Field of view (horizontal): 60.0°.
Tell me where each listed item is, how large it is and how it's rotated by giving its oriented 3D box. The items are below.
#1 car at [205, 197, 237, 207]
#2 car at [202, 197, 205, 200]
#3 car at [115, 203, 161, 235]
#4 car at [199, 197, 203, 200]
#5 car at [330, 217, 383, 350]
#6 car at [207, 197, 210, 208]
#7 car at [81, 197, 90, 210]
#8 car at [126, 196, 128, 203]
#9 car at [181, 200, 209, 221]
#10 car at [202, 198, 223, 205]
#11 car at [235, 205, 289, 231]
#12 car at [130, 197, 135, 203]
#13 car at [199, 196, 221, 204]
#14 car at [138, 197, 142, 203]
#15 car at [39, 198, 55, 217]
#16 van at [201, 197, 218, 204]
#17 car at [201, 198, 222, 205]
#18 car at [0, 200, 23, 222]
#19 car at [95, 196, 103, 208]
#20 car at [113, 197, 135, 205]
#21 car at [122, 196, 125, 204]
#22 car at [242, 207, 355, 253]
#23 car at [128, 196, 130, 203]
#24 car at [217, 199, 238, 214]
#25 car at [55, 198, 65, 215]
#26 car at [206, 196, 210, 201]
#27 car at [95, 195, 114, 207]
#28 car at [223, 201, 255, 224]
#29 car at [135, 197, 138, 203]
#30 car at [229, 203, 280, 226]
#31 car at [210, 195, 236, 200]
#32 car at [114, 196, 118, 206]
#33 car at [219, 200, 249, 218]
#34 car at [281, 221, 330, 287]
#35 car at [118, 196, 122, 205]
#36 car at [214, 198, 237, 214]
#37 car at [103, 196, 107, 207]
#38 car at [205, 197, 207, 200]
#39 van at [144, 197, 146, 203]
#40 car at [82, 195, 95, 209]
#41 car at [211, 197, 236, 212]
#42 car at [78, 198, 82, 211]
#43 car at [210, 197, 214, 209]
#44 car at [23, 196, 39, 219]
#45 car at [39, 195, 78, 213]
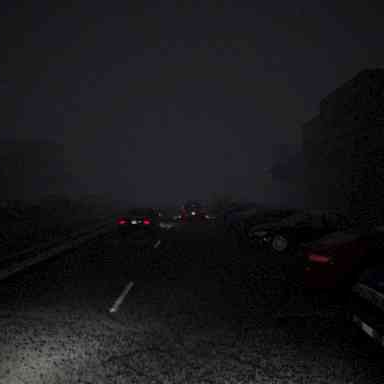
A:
[{"bbox_3d":[4.901,1.738,57.629,5.366,1.575,1.946,0,-1,0],"label":"car"},{"bbox_3d":[4.687,1.453,54.853,5.566,2.045,2.435,0,-1,0],"label":"car"},{"bbox_3d":[-2.898,1.581,19.192,2.033,1.411,5.357,0,0,0],"label":"car"},{"bbox_3d":[0.104,1.699,42.921,1.994,1.385,4.181,0,0,0],"label":"car"},{"bbox_3d":[4.742,1.359,4.746,4.553,1.767,2.185,0,0,0],"label":"car"},{"bbox_3d":[4.899,1.601,40.838,5.366,1.575,1.946,0,0,0],"label":"car"},{"bbox_3d":[-15.730,1.639,41.322,4.792,1.488,2.163,0,0,0],"label":"car"},{"bbox_3d":[-15.775,1.940,66.117,4.792,1.488,2.163,0,-1,0],"label":"car"},{"bbox_3d":[0.103,1.626,27.649,1.994,1.385,4.181,0,0,0],"label":"car"},{"bbox_3d":[4.747,2.196,77.065,4.792,1.488,2.163,0,-1,0],"label":"car"},{"bbox_3d":[4.741,1.534,15.952,4.792,1.488,2.163,0,0,0],"label":"car"},{"bbox_3d":[-15.785,1.788,71.635,5.566,2.045,2.435,0,-1,0],"label":"car"},{"bbox_3d":[4.689,2.181,88.067,5.566,2.045,2.435,0,-1,0],"label":"car"},{"bbox_3d":[-15.962,2.306,82.657,5.366,1.575,1.946,0,-1,0],"label":"car"},{"bbox_3d":[-15.676,1.549,30.294,5.008,1.535,2.097,0,0,0],"label":"car"},{"bbox_3d":[4.837,2.273,90.965,4.442,1.987,1.878,0,-1,0],"label":"van"},{"bbox_3d":[4.712,2.236,79.845,5.008,1.535,2.097,0,-1,0],"label":"car"},{"bbox_3d":[-15.701,1.555,24.780,4.792,1.488,2.163,0,0,0],"label":"car"},{"bbox_3d":[-15.706,1.643,46.837,5.008,1.535,2.097,0,0,0],"label":"car"},{"bbox_3d":[-15.735,2.050,77.146,4.553,1.767,2.185,0,-1,0],"label":"car"},{"bbox_3d":[-15.708,1.550,60.614,5.566,2.045,2.435,0,-1,0],"label":"car"},{"bbox_3d":[4.718,1.499,13.172,4.892,1.521,2.231,0,0,0],"label":"car"},{"bbox_3d":[-15.782,1.846,68.878,4.553,1.767,2.185,0,-1,0],"label":"car"},{"bbox_3d":[4.742,1.569,27.069,4.792,1.488,2.163,0,0,0],"label":"car"},{"bbox_3d":[-15.657,1.592,33.049,4.792,1.488,2.163,0,0,0],"label":"car"},{"bbox_3d":[4.720,1.620,43.618,4.892,1.521,2.231,0,0,0],"label":"car"},{"bbox_3d":[-15.536,1.684,52.350,5.366,1.575,1.946,0,0,0],"label":"car"},{"bbox_3d":[4.718,1.521,21.385,4.892,1.521,2.231,0,0,0],"label":"car"},{"bbox_3d":[-15.733,1.856,74.392,5.566,2.045,2.435,0,-1,0],"label":"car"},{"bbox_3d":[4.709,1.552,18.731,4.674,1.452,2.002,0,0,0],"label":"car"},{"bbox_3d":[4.686,1.464,38.177,4.553,1.767,2.185,0,0,0],"label":"car"},{"bbox_3d":[-15.698,1.468,55.105,5.566,2.045,2.435,0,-1,0],"label":"car"},{"bbox_3d":[4.707,1.529,24.164,5.008,1.535,2.097,0,0,0],"label":"car"},{"bbox_3d":[4.708,1.528,7.616,4.674,1.452,2.002,0,0,0],"label":"car"},{"bbox_3d":[-15.703,1.504,57.862,5.566,2.045,2.435,0,-1,0],"label":"car"},{"bbox_3d":[4.706,1.552,29.847,4.892,1.521,2.231,0,0,0],"label":"car"},{"bbox_3d":[-15.714,1.704,49.591,4.674,1.452,2.002,0,0,0],"label":"car"},{"bbox_3d":[4.683,1.527,49.299,4.553,1.767,2.185,0,0,0],"label":"car"},{"bbox_3d":[-15.675,2.274,90.935,4.442,1.987,1.878,0,-1,0],"label":"van"},{"bbox_3d":[-15.738,1.501,44.080,4.553,1.767,2.185,0,0,0],"label":"car"},{"bbox_3d":[4.718,1.563,32.627,5.008,1.535,2.097,0,0,0],"label":"car"},{"bbox_3d":[-15.694,1.633,38.565,4.674,1.452,2.002,0,0,0],"label":"car"},{"bbox_3d":[4.684,1.606,35.405,4.792,1.488,2.163,0,0,0],"label":"car"},{"bbox_3d":[-15.645,1.411,27.537,4.553,1.767,2.185,0,0,0],"label":"car"},{"bbox_3d":[-15.720,1.326,35.809,5.566,2.045,2.435,0,0,0],"label":"car"}]
